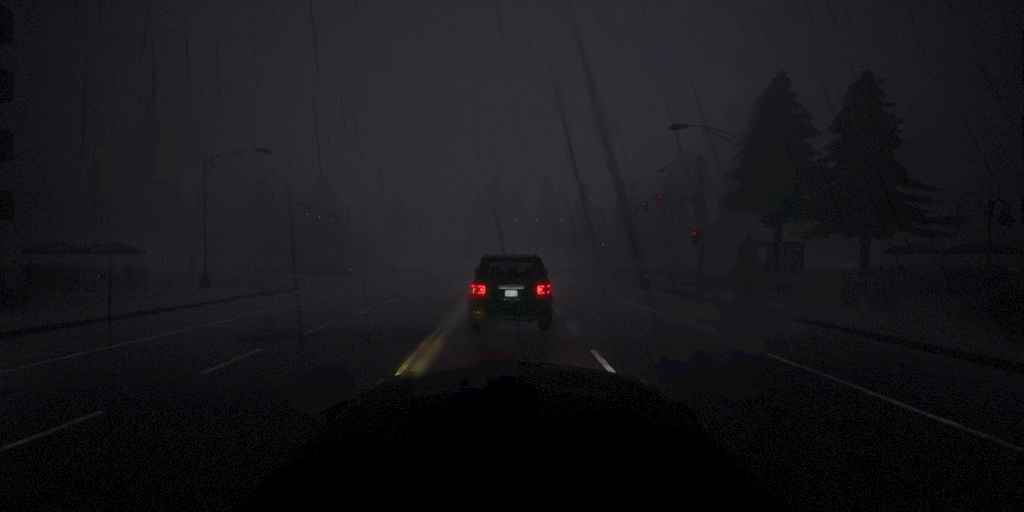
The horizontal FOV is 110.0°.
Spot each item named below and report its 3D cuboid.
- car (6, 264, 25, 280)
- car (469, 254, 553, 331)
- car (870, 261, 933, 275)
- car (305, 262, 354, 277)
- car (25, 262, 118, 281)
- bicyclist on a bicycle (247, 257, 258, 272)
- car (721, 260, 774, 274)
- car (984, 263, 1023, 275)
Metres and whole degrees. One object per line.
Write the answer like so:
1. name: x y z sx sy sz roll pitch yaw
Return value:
1. car: -39.244 1.237 30.184 5.357 1.411 2.033 0 0 -6
2. car: -0.020 0.970 11.086 2.150 2.045 5.566 0 0 0
3. car: 37.053 1.236 34.617 5.357 1.411 2.033 0 0 3
4. car: -17.339 1.252 34.204 4.181 1.385 1.994 0 0 5
5. car: -32.707 1.194 26.975 4.892 1.490 1.837 0 0 -2
6. bicyclist on a bicycle: -30.097 0.988 41.601 0.582 1.620 1.656 0 0 0
7. car: 25.064 1.165 38.240 5.008 1.535 1.882 0 0 0
8. car: 50.249 1.289 35.194 4.718 1.301 1.895 0 0 21
